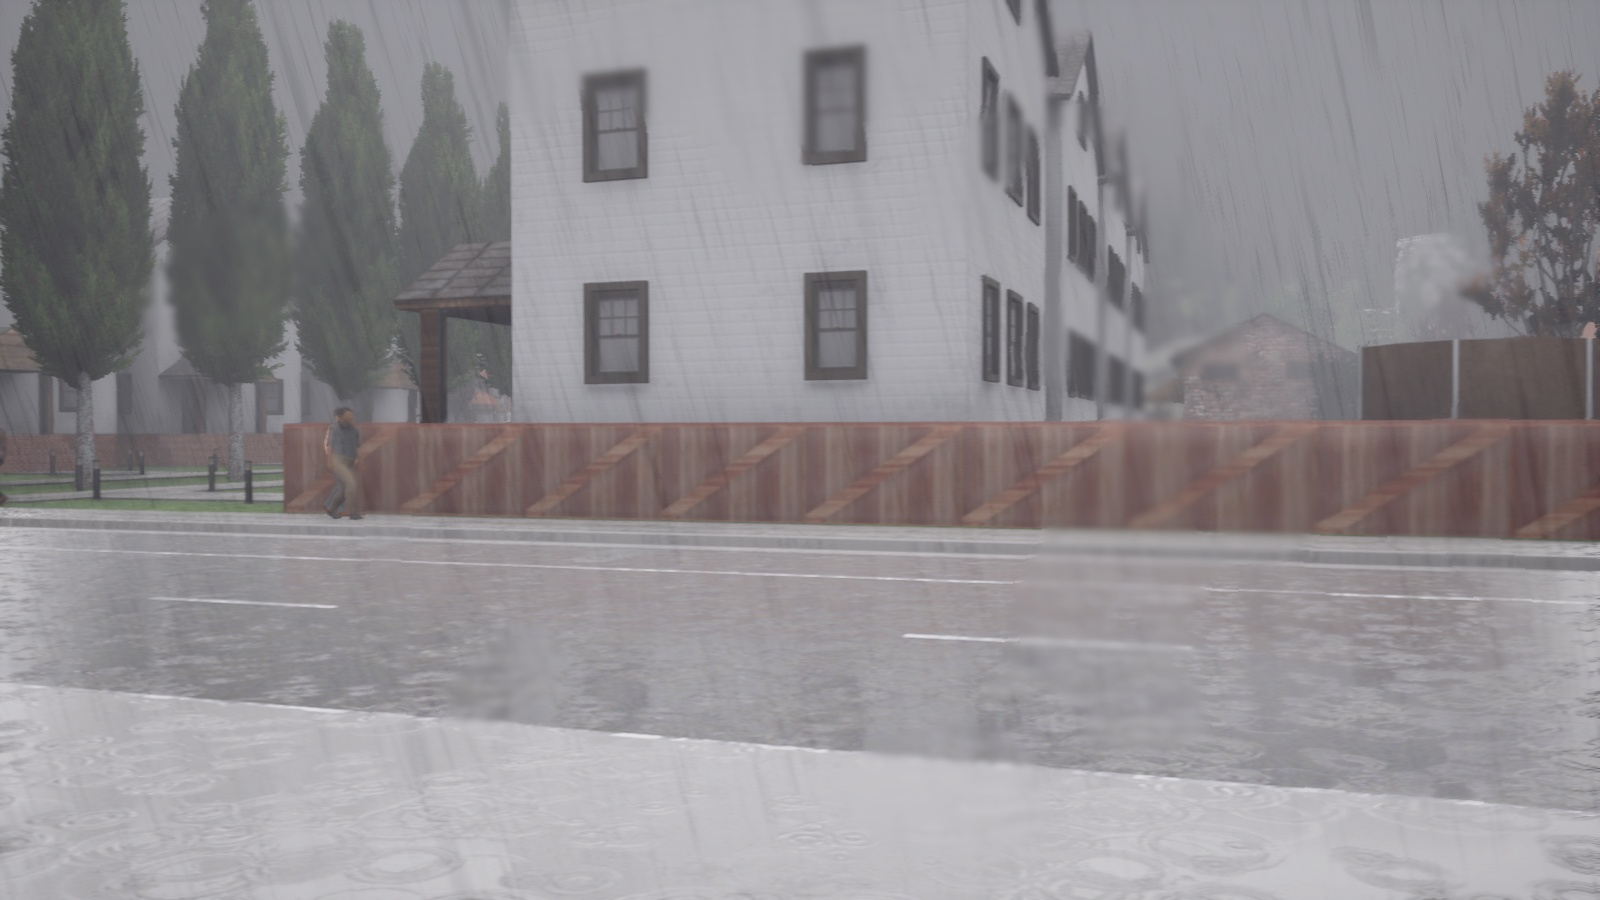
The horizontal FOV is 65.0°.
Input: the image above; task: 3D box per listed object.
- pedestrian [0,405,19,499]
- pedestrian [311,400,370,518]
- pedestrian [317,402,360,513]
[{"bbox_3d":[-15.551,0.036,24.163,0.869,1.805,0.328,0,1,7],"label":"pedestrian"},{"bbox_3d":[-7.320,0.134,20.007,0.694,1.848,0.540,1,1,26],"label":"pedestrian"},{"bbox_3d":[-7.667,0.118,20.873,0.594,1.836,0.345,1,1,19],"label":"pedestrian"}]
